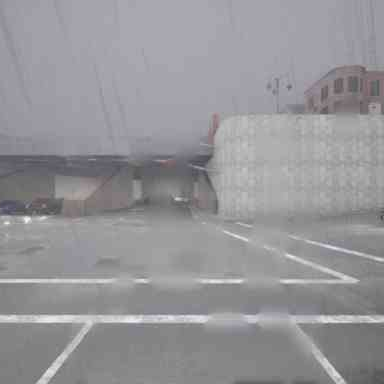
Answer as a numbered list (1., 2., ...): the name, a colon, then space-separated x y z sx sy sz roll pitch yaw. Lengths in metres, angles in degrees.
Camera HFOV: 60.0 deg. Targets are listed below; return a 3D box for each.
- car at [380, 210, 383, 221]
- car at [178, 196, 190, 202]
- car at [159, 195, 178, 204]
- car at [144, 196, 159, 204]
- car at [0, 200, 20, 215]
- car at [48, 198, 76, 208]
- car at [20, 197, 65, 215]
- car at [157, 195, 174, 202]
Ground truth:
1. car: 12.789 0.873 18.181 4.674 1.442 1.812 -7 0 -1
2. car: -2.265 1.524 75.136 1.812 1.442 4.674 0 0 28
3. car: -4.573 1.491 65.123 2.128 1.511 4.902 0 0 4
4. car: -8.093 1.547 64.960 2.033 1.411 5.357 0 0 4
5. car: -18.356 1.526 33.706 1.812 1.442 4.674 0 0 -2
6. car: -18.747 1.547 48.227 2.033 1.411 5.357 0 0 -2
7. car: -14.844 1.355 33.389 2.097 1.767 4.553 0 0 -2
8. car: -5.945 1.500 75.392 1.837 1.490 4.892 0 0 24
